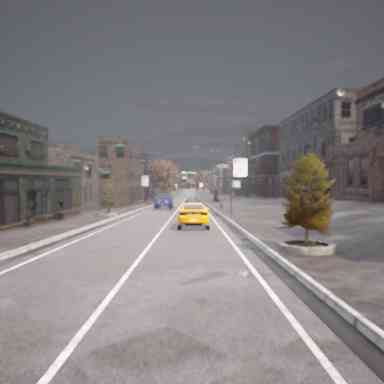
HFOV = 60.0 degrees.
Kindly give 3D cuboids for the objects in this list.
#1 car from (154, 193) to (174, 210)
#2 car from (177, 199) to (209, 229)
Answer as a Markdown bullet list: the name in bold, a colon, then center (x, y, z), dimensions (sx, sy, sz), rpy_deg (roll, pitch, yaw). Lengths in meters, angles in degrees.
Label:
- **car**: center (-3.545, 1.153, 42.796), dimensions (2.150, 2.045, 5.566), rpy_deg (0, 0, 0)
- **car**: center (0.086, 1.430, 21.411), dimensions (1.882, 1.535, 5.008), rpy_deg (0, 0, 0)
